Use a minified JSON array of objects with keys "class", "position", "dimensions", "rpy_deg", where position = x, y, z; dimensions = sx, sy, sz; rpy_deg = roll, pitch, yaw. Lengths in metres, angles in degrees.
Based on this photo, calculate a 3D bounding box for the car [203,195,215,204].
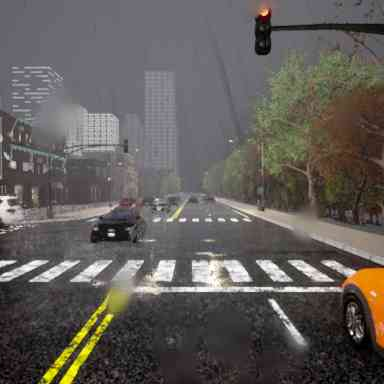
[{"class":"car","position":[3.498,1.456,64.696],"dimensions":[2.128,1.511,4.902],"rpy_deg":[0,0,0]}]

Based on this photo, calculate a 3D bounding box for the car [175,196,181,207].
[{"class":"car","position":[-3.226,1.449,52.182],"dimensions":[1.882,1.535,5.008],"rpy_deg":[0,0,0]}]

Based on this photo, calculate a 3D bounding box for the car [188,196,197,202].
[{"class":"car","position":[0.177,1.552,74.914],"dimensions":[1.895,1.301,4.718],"rpy_deg":[0,0,0]}]

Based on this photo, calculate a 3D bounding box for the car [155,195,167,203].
[{"class":"car","position":[-6.344,1.474,68.827],"dimensions":[1.882,1.535,5.008],"rpy_deg":[0,0,0]}]

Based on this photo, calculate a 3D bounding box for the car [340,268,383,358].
[{"class":"car","position":[3.359,1.351,3.380],"dimensions":[2.097,1.767,4.553],"rpy_deg":[0,0,0]}]

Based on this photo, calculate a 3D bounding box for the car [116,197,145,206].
[{"class":"car","position":[-6.522,1.335,34.579],"dimensions":[2.097,1.767,4.553],"rpy_deg":[0,0,0]}]

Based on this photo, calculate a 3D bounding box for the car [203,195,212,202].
[{"class":"car","position":[3.427,1.434,74.861],"dimensions":[1.882,1.535,5.008],"rpy_deg":[0,0,0]}]

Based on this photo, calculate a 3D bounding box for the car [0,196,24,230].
[{"class":"car","position":[-12.964,1.315,19.423],"dimensions":[5.566,2.045,2.150],"rpy_deg":[-2,2,-14]}]

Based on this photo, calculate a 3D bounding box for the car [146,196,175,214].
[{"class":"car","position":[-3.267,1.474,35.576],"dimensions":[2.128,1.511,4.902],"rpy_deg":[0,0,0]}]

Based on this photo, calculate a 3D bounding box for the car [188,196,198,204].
[{"class":"car","position":[0.248,1.512,64.421],"dimensions":[2.033,1.411,5.357],"rpy_deg":[0,0,1]}]

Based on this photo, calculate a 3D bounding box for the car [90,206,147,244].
[{"class":"car","position":[-3.314,1.558,15.652],"dimensions":[1.994,1.385,4.181],"rpy_deg":[0,0,0]}]
